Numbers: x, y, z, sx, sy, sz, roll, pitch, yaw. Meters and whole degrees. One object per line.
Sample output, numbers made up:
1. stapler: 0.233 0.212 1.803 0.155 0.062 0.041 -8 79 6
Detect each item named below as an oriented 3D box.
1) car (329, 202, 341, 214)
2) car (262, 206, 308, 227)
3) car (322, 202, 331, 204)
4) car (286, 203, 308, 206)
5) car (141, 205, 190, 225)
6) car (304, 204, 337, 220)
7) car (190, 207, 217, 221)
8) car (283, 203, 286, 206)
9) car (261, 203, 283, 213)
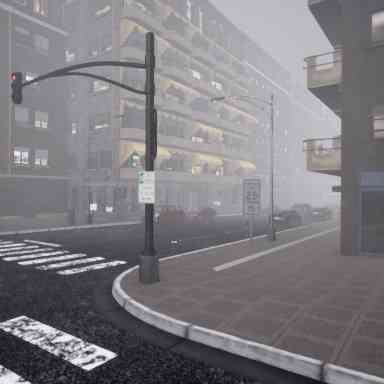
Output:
1. car: 20.779 2.460 46.197 1.752 1.417 4.829 -1 -2 35
2. car: 7.740 2.096 27.409 1.947 1.339 4.313 -1 -2 35
3. car: 22.538 2.640 53.193 1.895 1.301 4.718 0 -1 35
4. car: 13.431 2.110 40.065 2.097 1.767 4.553 0 -1 34
5. car: -2.324 1.822 27.492 1.967 1.590 4.097 -1 -1 35
6. car: 14.211 2.297 36.733 1.947 1.339 4.313 -1 -2 35
7. car: 0.911 2.064 32.150 1.802 1.307 4.206 -1 -1 35
8. car: 13.755 2.406 50.658 1.752 1.417 4.829 -1 -1 35
9. car: 10.616 2.328 46.135 1.887 1.381 4.507 -1 -1 35
